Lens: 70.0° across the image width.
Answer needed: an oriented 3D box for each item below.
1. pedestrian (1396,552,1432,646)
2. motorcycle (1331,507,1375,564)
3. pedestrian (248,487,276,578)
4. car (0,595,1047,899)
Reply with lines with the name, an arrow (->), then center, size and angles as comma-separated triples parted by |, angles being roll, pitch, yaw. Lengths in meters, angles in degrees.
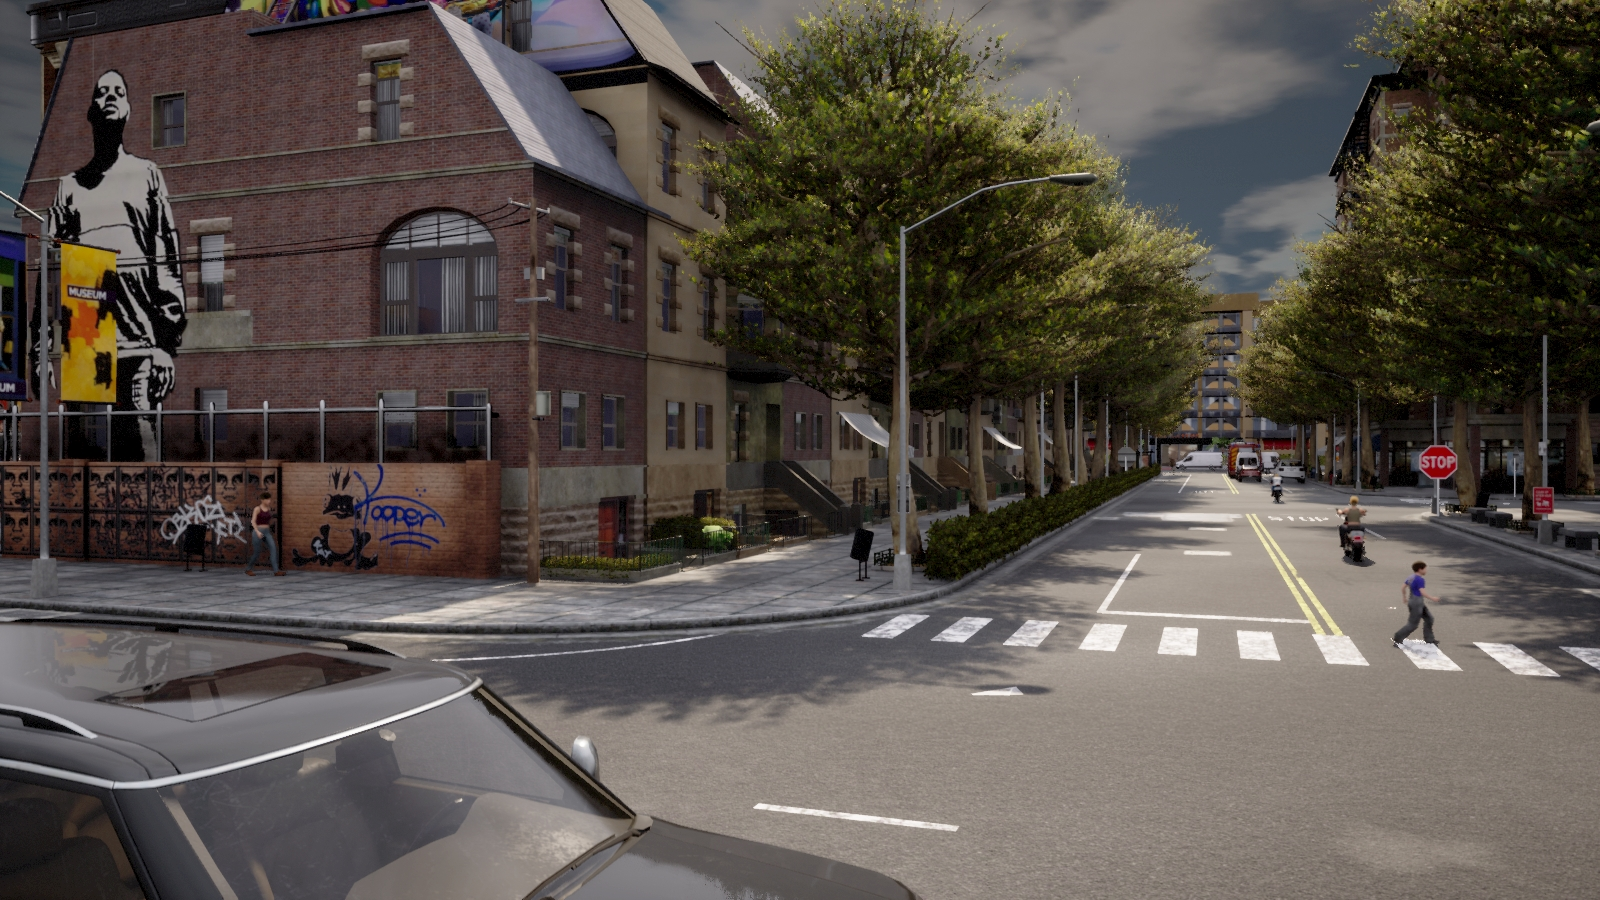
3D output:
pedestrian -> 8.806, 2.128, 16.387 | 0.375, 1.300, 0.375 | 0, 0, 16
motorcycle -> 14.228, 2.169, 29.445 | 0.764, 1.277, 2.356 | 0, 0, 19
pedestrian -> -11.207, 1.703, 23.814 | 0.375, 1.860, 0.375 | 0, 0, 22
car -> -2.100, 1.777, 4.031 | 5.566, 2.045, 2.150 | 0, 0, 20
